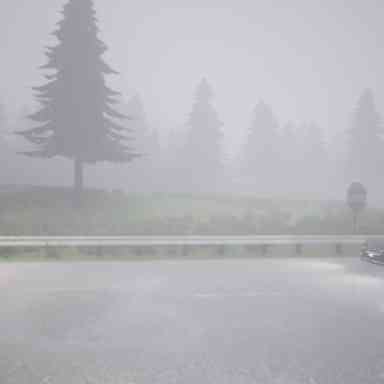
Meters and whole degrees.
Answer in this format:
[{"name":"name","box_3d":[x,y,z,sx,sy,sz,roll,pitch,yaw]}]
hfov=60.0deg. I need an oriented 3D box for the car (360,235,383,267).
[{"name":"car","box_3d":[7.748,1.667,10.321,4.892,1.490,1.837,1,0,-9]}]
